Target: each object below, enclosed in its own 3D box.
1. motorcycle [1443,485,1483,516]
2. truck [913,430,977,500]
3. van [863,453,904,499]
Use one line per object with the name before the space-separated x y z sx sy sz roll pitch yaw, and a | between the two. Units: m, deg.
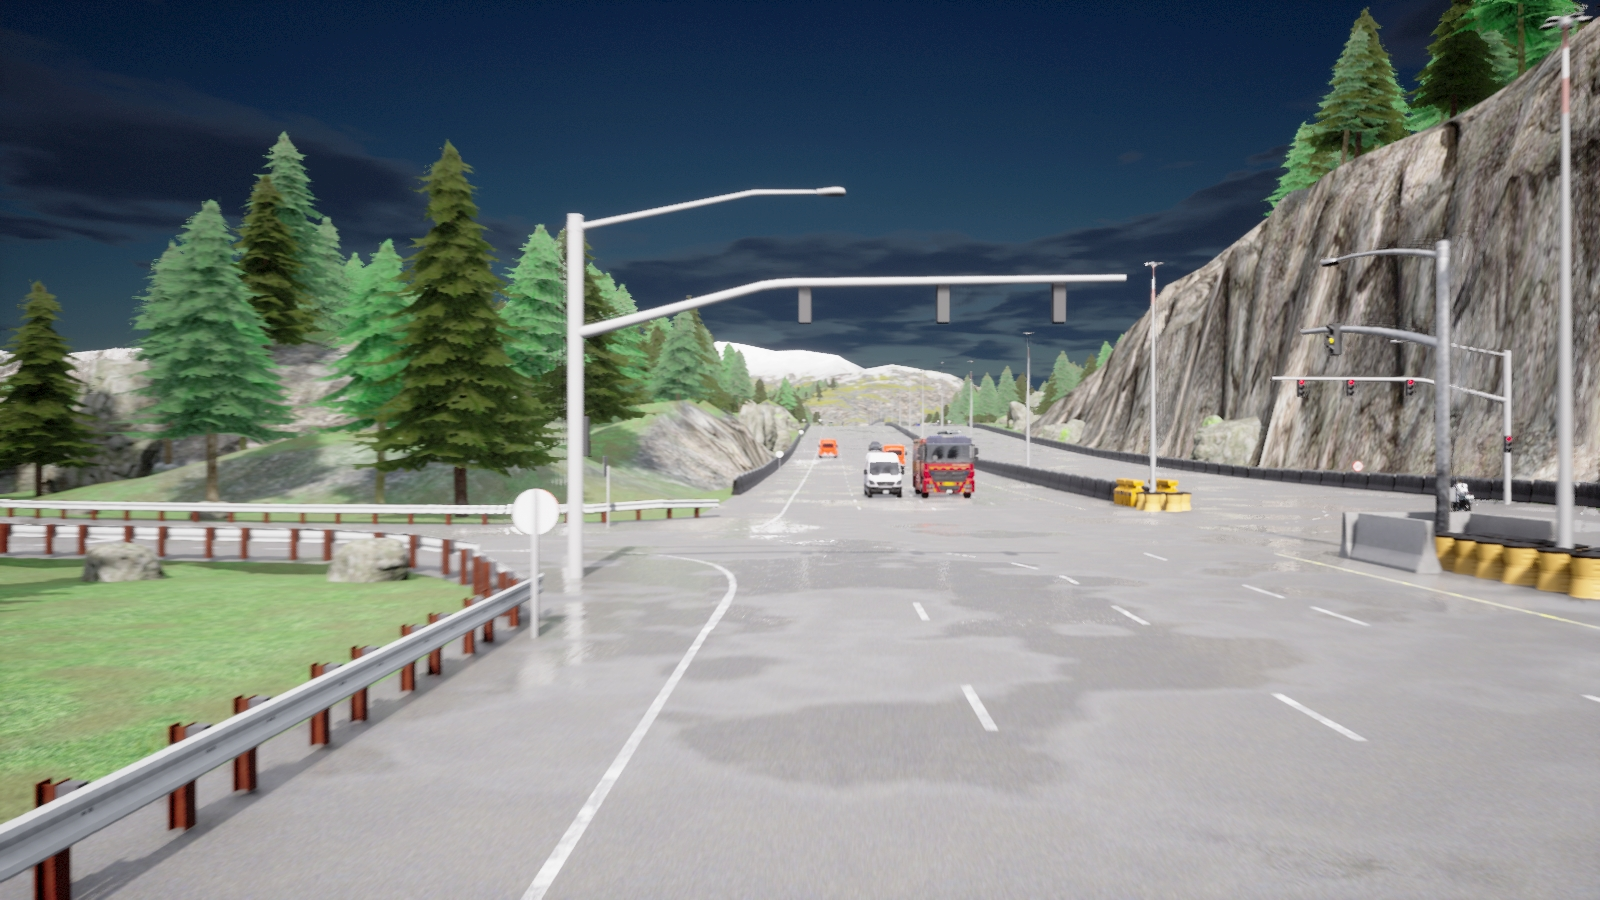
motorcycle | 28.822 2.166 49.680 0.803 1.217 2.033 -4 -1 11
truck | 8.355 0.816 66.851 2.891 3.827 8.468 0 0 1
van | 4.847 1.459 67.027 1.988 2.561 5.915 0 0 0
